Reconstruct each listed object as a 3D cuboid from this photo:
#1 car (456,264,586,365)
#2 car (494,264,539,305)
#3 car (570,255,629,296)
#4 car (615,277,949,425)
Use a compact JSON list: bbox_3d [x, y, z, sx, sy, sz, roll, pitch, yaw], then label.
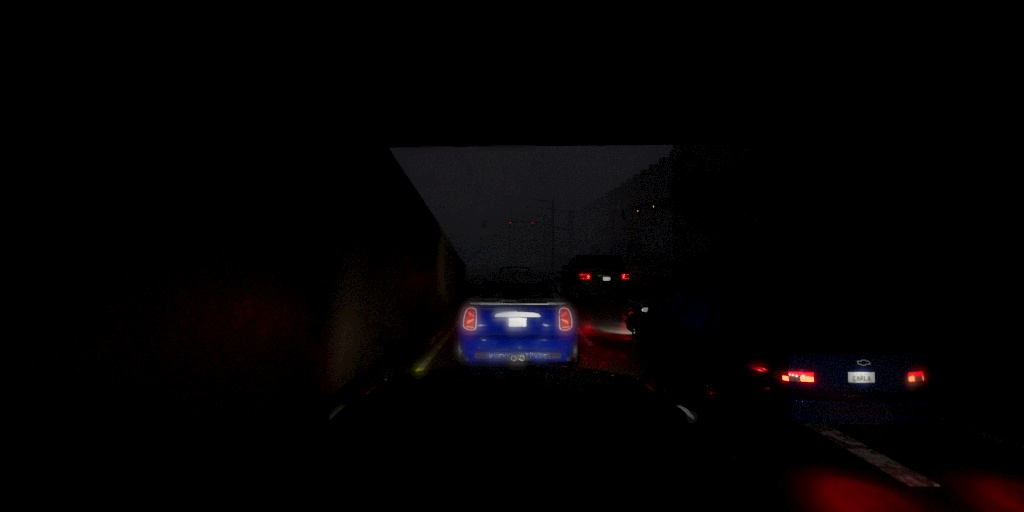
[{"bbox_3d":[0.107,1.102,7.979,2.097,1.767,4.553,0,0,0],"label":"car"},{"bbox_3d":[0.133,1.228,17.262,1.882,1.535,5.008,0,0,-1],"label":"car"},{"bbox_3d":[3.646,0.971,16.454,2.150,2.045,5.566,0,0,0],"label":"car"},{"bbox_3d":[3.611,1.297,6.208,2.033,1.411,5.357,0,0,0],"label":"car"}]
